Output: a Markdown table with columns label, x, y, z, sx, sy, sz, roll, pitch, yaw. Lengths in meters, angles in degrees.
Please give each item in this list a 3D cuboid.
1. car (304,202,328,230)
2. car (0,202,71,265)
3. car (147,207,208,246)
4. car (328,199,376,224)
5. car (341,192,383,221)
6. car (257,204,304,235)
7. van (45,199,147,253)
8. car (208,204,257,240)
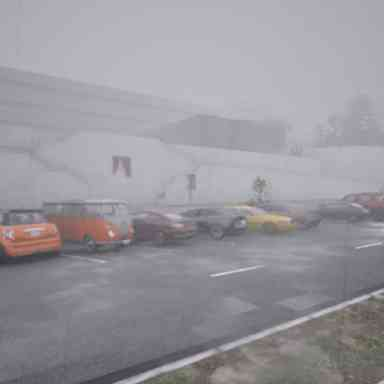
| label | x | y | z | sx | sy | sz | roll | pitch | yaw |
| --- | --- | --- | --- | --- | --- | --- | --- | --- | --- |
| car | 5.433 | 1.472 | 20.438 | 4.792 | 1.488 | 2.163 | -1 | -1 | 35 |
| car | -6.730 | 1.370 | 11.782 | 4.553 | 1.767 | 2.185 | -1 | -1 | 35 |
| car | -1.887 | 1.528 | 15.256 | 4.674 | 1.452 | 2.002 | -1 | 0 | 35 |
| car | 10.272 | 1.427 | 23.912 | 4.674 | 1.452 | 2.002 | -1 | 0 | 35 |
| car | 12.671 | 1.105 | 25.660 | 5.566 | 2.045 | 2.435 | -1 | 0 | 35 |
| car | 3.132 | 1.456 | 18.623 | 5.366 | 1.575 | 1.946 | -1 | -1 | 35 |
| van | -4.219 | 1.269 | 13.474 | 4.442 | 1.987 | 1.878 | -1 | -1 | 35 |
| car | 0.516 | 1.510 | 17.005 | 4.792 | 1.488 | 2.163 | -1 | 0 | 35 |
